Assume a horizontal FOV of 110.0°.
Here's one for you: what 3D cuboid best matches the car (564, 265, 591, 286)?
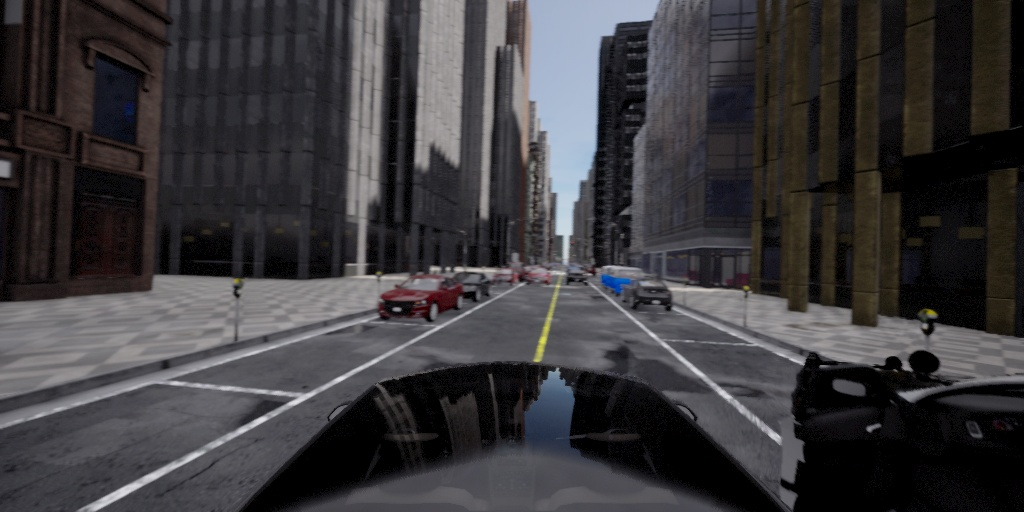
[{"bbox_3d":[5.810,1.843,32.416,1.837,1.490,4.892,2,-1,8],"label":"car"}]

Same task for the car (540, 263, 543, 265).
[{"bbox_3d":[3.480,2.174,57.042,1.802,1.307,4.207,0,0,8],"label":"car"}]

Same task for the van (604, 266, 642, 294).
[{"bbox_3d":[7.043,1.590,22.472,1.690,1.789,3.998,0,0,8],"label":"van"}]

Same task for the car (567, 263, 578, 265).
[{"bbox_3d":[7.443,2.021,43.754,1.882,1.535,5.008,2,0,9],"label":"car"}]

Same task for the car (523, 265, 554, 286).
[{"bbox_3d":[2.318,1.725,30.368,1.812,1.442,4.674,2,-1,9],"label":"car"}]

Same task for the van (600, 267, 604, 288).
[{"bbox_3d":[7.855,1.689,28.031,1.690,1.789,3.998,0,0,8],"label":"van"}]

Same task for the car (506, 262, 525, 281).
[{"bbox_3d":[0.233,1.506,34.807,2.192,1.841,5.009,0,0,8],"label":"car"}]

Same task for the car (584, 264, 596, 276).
[{"bbox_3d":[11.914,2.164,55.825,2.192,1.841,5.009,0,0,8],"label":"car"}]

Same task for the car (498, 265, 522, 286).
[{"bbox_3d":[-0.579,1.673,29.249,1.802,1.307,4.207,0,0,8],"label":"car"}]

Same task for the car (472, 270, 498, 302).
[{"bbox_3d":[-2.202,1.458,18.132,1.948,1.339,4.313,0,0,8],"label":"car"}]

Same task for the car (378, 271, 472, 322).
[{"bbox_3d":[-3.014,1.339,12.573,1.888,1.381,4.507,0,0,8],"label":"car"}]

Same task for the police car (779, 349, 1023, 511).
[{"bbox_3d":[3.655,1.295,1.839,1.930,1.638,5.238,2,-1,8],"label":"police car"}]

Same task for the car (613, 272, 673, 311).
[{"bbox_3d":[6.231,1.700,16.913,2.007,1.370,4.403,0,0,8],"label":"car"}]
